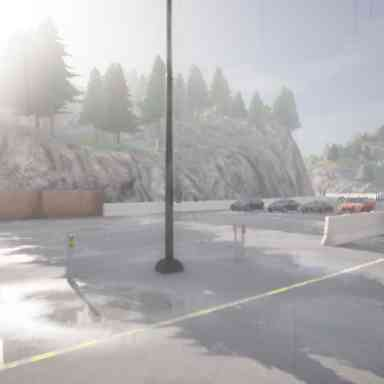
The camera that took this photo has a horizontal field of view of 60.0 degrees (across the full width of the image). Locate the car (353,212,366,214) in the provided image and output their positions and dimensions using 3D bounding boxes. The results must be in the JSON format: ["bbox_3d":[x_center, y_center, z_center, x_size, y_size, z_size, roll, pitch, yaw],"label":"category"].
[{"bbox_3d":[15.640,1.296,31.649,2.097,1.767,4.553,0,0,44],"label":"car"}]

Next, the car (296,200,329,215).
[{"bbox_3d":[12.727,1.515,33.674,1.994,1.385,4.181,0,0,44],"label":"car"}]

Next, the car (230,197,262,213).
[{"bbox_3d":[6.239,1.319,37.070,2.097,1.767,4.553,0,0,45],"label":"car"}]

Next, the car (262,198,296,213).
[{"bbox_3d":[9.955,1.463,35.829,1.837,1.490,4.892,0,0,44],"label":"car"}]
